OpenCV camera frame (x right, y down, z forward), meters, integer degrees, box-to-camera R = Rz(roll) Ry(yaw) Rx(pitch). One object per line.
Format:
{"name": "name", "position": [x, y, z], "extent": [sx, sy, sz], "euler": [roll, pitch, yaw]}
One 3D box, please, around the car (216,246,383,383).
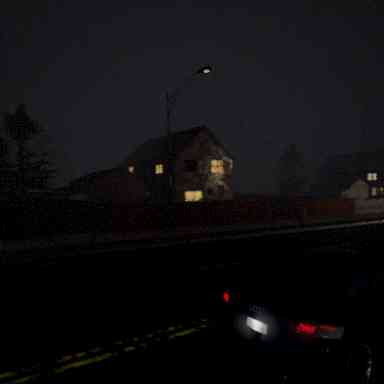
{"name": "car", "position": [2.409, 1.574, 5.157], "extent": [4.181, 1.385, 1.994], "euler": [0, 0, -35]}
